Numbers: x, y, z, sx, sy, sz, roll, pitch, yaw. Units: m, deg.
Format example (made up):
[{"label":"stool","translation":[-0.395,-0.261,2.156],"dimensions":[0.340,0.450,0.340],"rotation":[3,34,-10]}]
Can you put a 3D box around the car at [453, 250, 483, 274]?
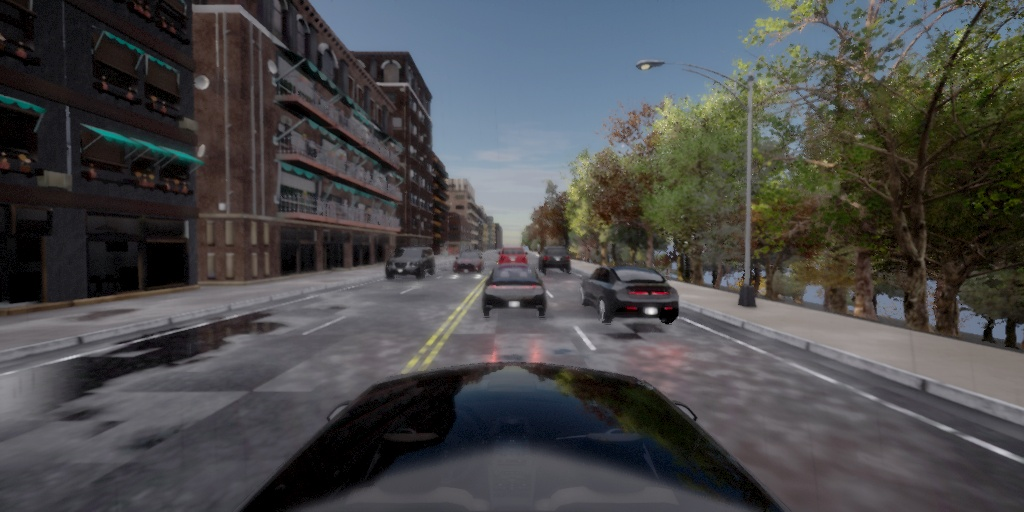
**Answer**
[{"label":"car","translation":[-3.351,0.428,28.401],"dimensions":[2.097,1.767,4.553],"rotation":[0,2,0]}]

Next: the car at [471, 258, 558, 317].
[{"label":"car","translation":[0.073,0.987,11.818],"dimensions":[2.128,1.511,4.902],"rotation":[0,1,0]}]

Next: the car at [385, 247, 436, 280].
[{"label":"car","translation":[-6.599,0.406,23.927],"dimensions":[2.150,2.045,5.566],"rotation":[0,2,0]}]

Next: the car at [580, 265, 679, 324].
[{"label":"car","translation":[3.319,1.020,10.933],"dimensions":[1.837,1.490,4.892],"rotation":[0,1,0]}]

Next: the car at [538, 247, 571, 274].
[{"label":"car","translation":[3.334,0.289,28.744],"dimensions":[2.150,2.045,5.566],"rotation":[0,1,0]}]

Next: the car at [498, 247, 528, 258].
[{"label":"car","translation":[0.084,0.291,28.666],"dimensions":[2.150,2.045,5.566],"rotation":[0,1,0]}]
